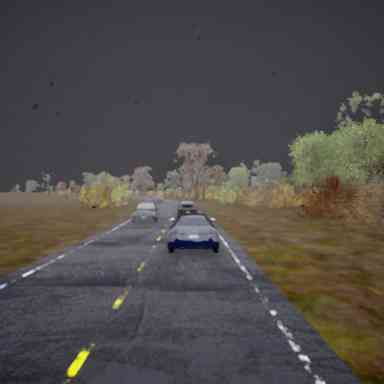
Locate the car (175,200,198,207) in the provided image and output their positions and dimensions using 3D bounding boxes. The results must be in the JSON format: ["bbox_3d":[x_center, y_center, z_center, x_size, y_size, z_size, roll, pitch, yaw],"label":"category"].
[{"bbox_3d":[-0.512,1.482,30.938,1.837,1.490,4.892,0,0,-3],"label":"car"}]

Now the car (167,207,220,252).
[{"bbox_3d":[0.029,1.552,13.845,1.994,1.385,4.181,0,0,-1],"label":"car"}]

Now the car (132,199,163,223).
[{"bbox_3d":[-3.478,1.505,25.648,1.812,1.442,4.674,0,0,-2],"label":"car"}]

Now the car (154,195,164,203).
[{"bbox_3d":[-6.779,1.314,67.829,2.097,1.767,4.553,0,0,-7],"label":"car"}]
